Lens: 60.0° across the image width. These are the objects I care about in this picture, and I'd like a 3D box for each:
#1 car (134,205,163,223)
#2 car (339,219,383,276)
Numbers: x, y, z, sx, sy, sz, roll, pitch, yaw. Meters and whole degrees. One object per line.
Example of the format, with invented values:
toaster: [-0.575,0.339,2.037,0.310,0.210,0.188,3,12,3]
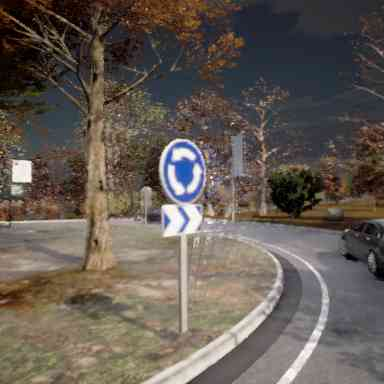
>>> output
car: [-2.496,1.812,27.108,4.892,1.490,1.837,-1,-2,30]
car: [6.250,1.634,10.694,1.837,1.490,4.892,0,0,9]
